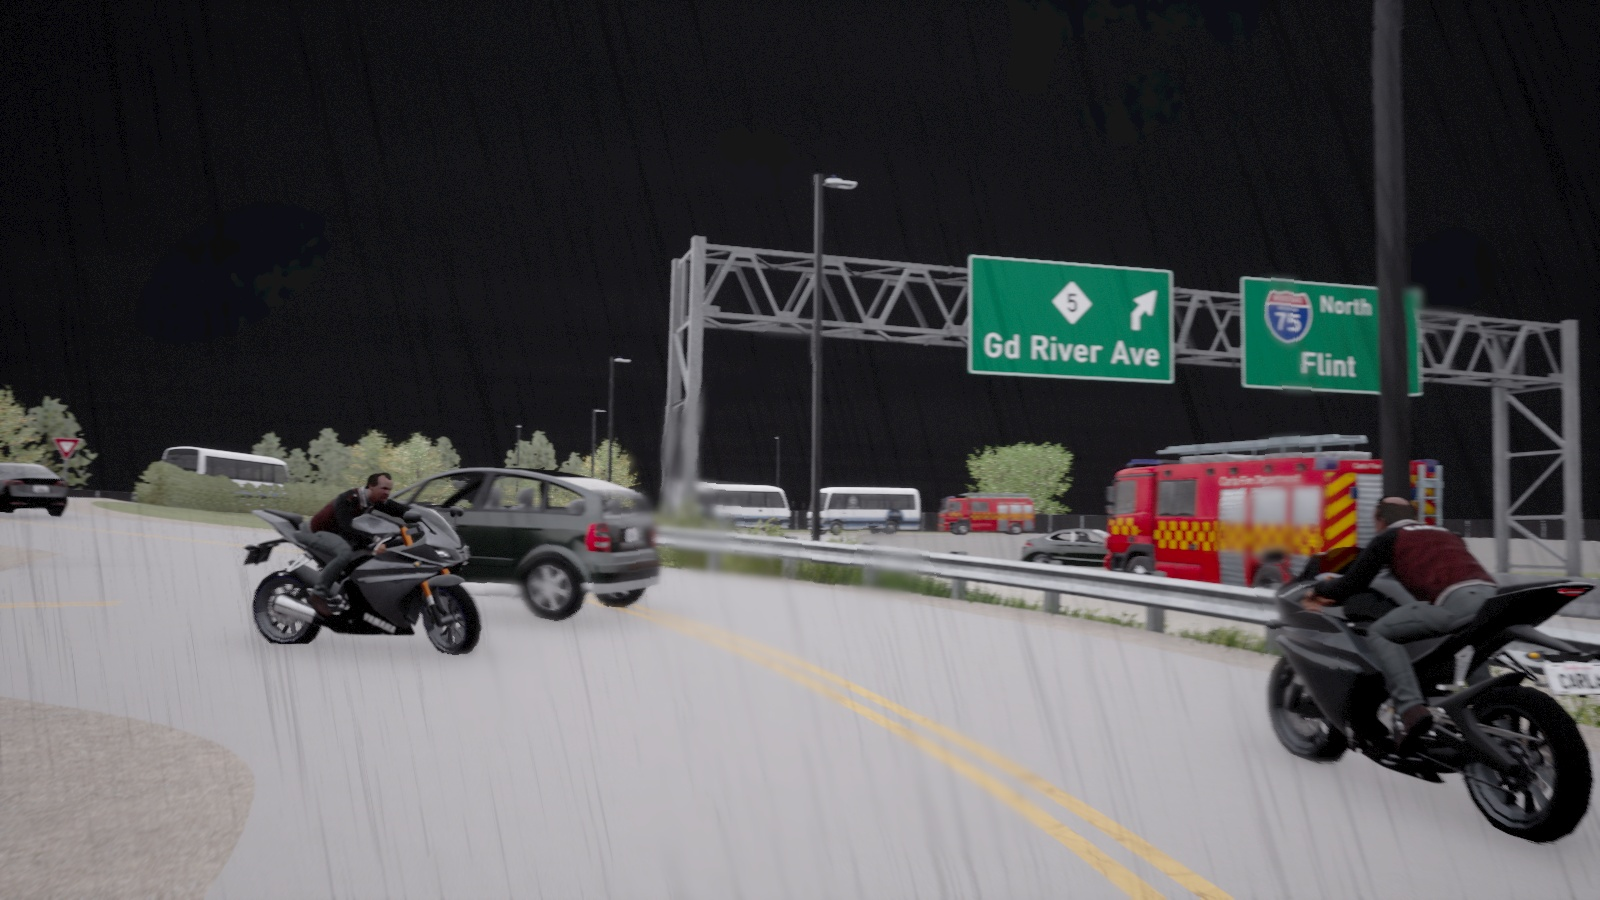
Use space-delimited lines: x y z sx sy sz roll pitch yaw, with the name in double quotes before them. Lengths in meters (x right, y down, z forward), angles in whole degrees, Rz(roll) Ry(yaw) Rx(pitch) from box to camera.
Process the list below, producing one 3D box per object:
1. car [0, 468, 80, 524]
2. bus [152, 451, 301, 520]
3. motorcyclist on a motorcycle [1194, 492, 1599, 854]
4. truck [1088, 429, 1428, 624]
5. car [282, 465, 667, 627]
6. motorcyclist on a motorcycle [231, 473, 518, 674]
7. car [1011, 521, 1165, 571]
"car" -22.928 1.272 35.834 4.792 1.488 2.163 0 -2 34
"bus" -40.475 2.665 89.228 3.944 4.253 10.273 0 -5 14
"motorcyclist on a motorcycle" 3.022 0.996 6.553 0.866 1.530 2.191 1 -2 -12
"truck" 10.116 1.712 29.115 2.891 3.827 8.468 1 -3 -17
"car" -3.570 1.000 13.960 3.705 1.549 1.789 1 -2 18
"motorcyclist on a motorcycle" -3.592 0.991 10.644 2.191 1.530 0.866 1 1 15
"car" 10.381 3.421 45.336 5.027 1.651 2.152 -2 -2 28
